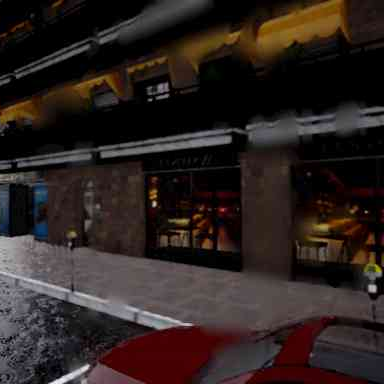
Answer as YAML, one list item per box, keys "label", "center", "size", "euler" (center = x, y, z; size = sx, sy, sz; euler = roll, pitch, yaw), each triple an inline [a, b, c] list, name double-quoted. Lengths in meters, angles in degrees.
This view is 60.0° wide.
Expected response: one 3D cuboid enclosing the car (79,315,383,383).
- label: "car"
  center: [0.953, 1.579, 2.212]
  size: [4.206, 1.307, 1.802]
  euler: [0, -1, 35]
